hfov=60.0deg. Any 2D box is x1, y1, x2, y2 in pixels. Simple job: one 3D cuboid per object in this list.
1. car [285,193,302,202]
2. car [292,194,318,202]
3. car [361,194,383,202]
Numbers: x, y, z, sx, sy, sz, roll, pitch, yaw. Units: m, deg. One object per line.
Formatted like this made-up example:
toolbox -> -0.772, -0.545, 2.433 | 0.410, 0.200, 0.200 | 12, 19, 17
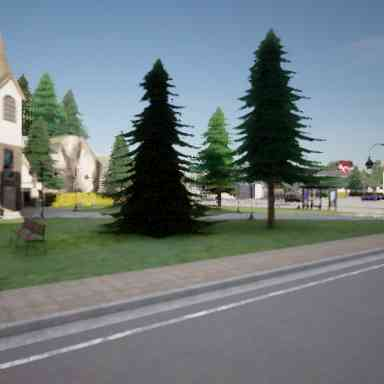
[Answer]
car -> 21.144, 1.302, 67.928 | 2.007, 1.523, 4.514 | 0, 0, -36
car -> 23.669, 1.290, 69.790 | 2.152, 1.636, 5.027 | 0, 0, -36
car -> 37.770, 1.271, 70.411 | 1.845, 1.501, 3.633 | 0, 0, -36
